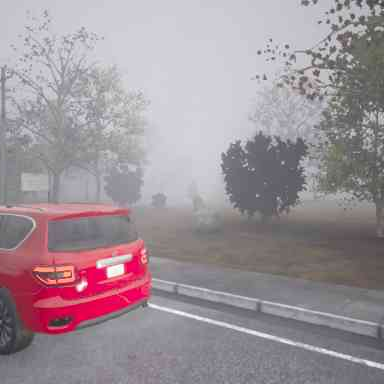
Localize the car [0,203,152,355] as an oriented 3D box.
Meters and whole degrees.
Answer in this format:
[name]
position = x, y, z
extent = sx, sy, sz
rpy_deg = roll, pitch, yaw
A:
[car]
position = -3.281, 1.221, 6.321
extent = 5.566, 2.045, 2.150
rpy_deg = 0, 0, 35
